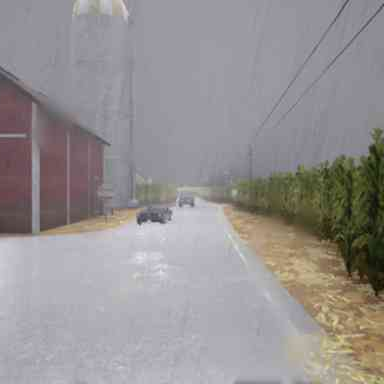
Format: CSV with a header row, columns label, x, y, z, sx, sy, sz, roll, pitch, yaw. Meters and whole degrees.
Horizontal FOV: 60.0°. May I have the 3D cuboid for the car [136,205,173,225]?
label,x,y,z,sx,sy,sz,roll,pitch,yaw
car,-2.625,1.614,24.180,1.895,1.301,4.718,0,0,6

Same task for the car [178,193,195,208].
label,x,y,z,sx,sy,sz,roll,pitch,yaw
car,-0.742,1.195,49.705,2.150,2.045,5.566,0,0,4
